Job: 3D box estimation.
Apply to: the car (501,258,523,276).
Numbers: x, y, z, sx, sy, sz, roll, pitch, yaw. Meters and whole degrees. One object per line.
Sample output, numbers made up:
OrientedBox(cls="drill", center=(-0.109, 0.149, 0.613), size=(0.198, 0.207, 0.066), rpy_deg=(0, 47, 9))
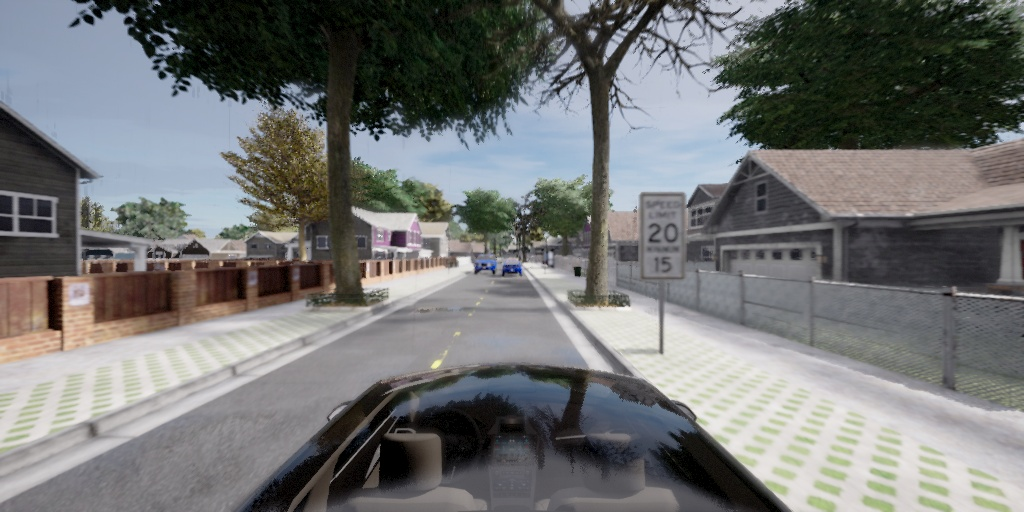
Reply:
OrientedBox(cls="car", center=(0.003, 1.081, 34.577), size=(1.882, 1.535, 5.008), rpy_deg=(0, 0, 0))

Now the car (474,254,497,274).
OrientedBox(cls="car", center=(-2.752, 0.809, 38.119), size=(2.150, 2.045, 5.566), rpy_deg=(0, 0, 0))
